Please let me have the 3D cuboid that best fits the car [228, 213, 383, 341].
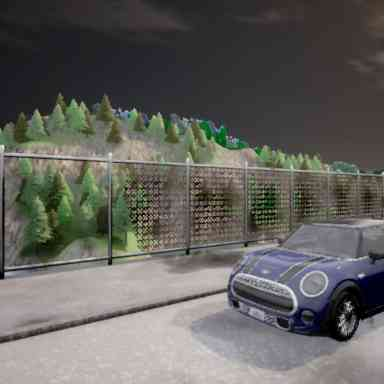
[{"bbox_3d":[2.873,1.352,6.626,4.553,1.767,2.097,0,0,-35],"label":"car"}]
